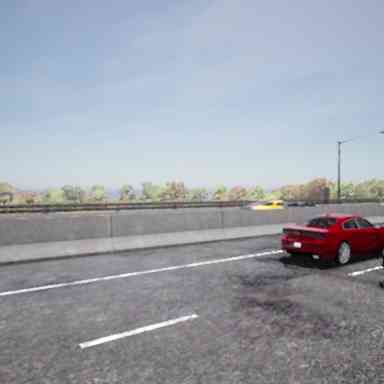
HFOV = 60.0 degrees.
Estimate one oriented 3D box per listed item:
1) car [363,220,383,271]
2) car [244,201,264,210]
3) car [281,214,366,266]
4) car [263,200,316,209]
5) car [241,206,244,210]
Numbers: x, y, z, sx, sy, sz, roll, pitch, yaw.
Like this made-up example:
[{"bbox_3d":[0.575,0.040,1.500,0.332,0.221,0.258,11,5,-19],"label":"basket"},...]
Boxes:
[{"bbox_3d":[6.796,1.521,8.586,4.902,1.511,2.128,0,0,-35],"label":"car"},{"bbox_3d":[7.509,1.546,30.787,5.008,1.535,1.882,0,0,-35],"label":"car"},{"bbox_3d":[5.306,1.509,11.821,5.008,1.535,1.882,0,0,-35],"label":"car"},{"bbox_3d":[8.427,1.571,27.152,4.892,1.490,1.837,1,0,-35],"label":"car"},{"bbox_3d":[7.546,1.624,35.086,5.357,1.411,2.033,0,0,-35],"label":"car"}]
